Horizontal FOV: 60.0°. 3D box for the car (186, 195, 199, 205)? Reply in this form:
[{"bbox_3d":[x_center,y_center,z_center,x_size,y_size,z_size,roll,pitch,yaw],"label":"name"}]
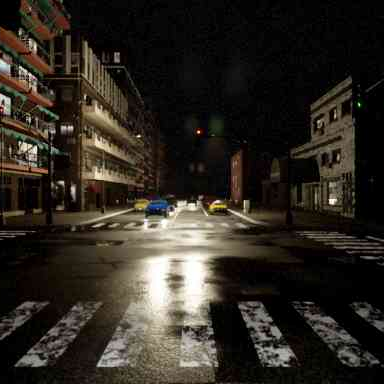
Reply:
[{"bbox_3d":[-0.056,1.595,60.238,2.033,1.411,5.357,0,0,0],"label":"car"}]

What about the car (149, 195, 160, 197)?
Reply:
[{"bbox_3d":[-5.734,1.349,50.461,2.192,1.841,5.009,0,0,0],"label":"car"}]

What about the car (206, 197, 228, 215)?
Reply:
[{"bbox_3d":[2.661,1.543,34.022,1.752,1.417,4.829,0,0,0],"label":"car"}]

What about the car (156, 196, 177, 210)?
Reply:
[{"bbox_3d":[-3.119,1.548,39.990,1.812,1.442,4.674,0,0,0],"label":"car"}]

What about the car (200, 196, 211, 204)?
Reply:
[{"bbox_3d":[2.630,1.609,67.087,2.008,1.369,4.403,0,0,0],"label":"car"}]

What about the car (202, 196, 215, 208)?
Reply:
[{"bbox_3d":[2.651,1.609,44.930,1.802,1.307,4.206,0,0,0],"label":"car"}]

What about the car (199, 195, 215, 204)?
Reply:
[{"bbox_3d":[2.646,1.349,50.470,2.192,1.841,5.009,0,0,0],"label":"car"}]

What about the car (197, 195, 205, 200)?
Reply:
[{"bbox_3d":[2.603,1.666,94.783,2.008,1.369,4.403,0,0,0],"label":"car"}]

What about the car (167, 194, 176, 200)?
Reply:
[{"bbox_3d":[-5.777,1.430,94.775,2.192,1.841,5.009,0,0,0],"label":"car"}]

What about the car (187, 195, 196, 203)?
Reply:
[{"bbox_3d":[-0.066,1.432,70.658,1.882,1.535,5.008,0,0,0],"label":"car"}]

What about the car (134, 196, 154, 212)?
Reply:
[{"bbox_3d":[-5.725,1.547,39.212,1.752,1.417,4.829,0,0,0],"label":"car"}]

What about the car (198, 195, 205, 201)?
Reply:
[{"bbox_3d":[2.608,1.628,89.414,1.752,1.417,4.829,0,0,0],"label":"car"}]

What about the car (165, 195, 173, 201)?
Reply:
[{"bbox_3d":[-5.767,1.530,83.696,1.967,1.590,4.097,0,0,0],"label":"car"}]

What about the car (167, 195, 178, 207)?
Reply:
[{"bbox_3d":[-3.122,1.538,50.059,1.837,1.490,4.892,0,0,0],"label":"car"}]

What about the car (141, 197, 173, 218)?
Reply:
[{"bbox_3d":[-3.128,1.492,30.712,1.882,1.535,5.008,0,0,0],"label":"car"}]

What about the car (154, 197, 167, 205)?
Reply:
[{"bbox_3d":[-5.746,1.600,61.539,2.008,1.369,4.403,0,0,0],"label":"car"}]
